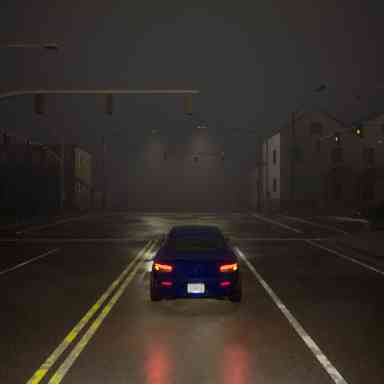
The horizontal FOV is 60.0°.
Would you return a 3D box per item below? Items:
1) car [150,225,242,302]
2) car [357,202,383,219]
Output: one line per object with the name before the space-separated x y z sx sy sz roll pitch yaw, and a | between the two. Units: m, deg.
car | 0.087 1.524 8.142 1.812 1.442 4.674 0 0 0
car | 16.372 1.519 27.892 4.674 1.442 1.812 0 0 -1
